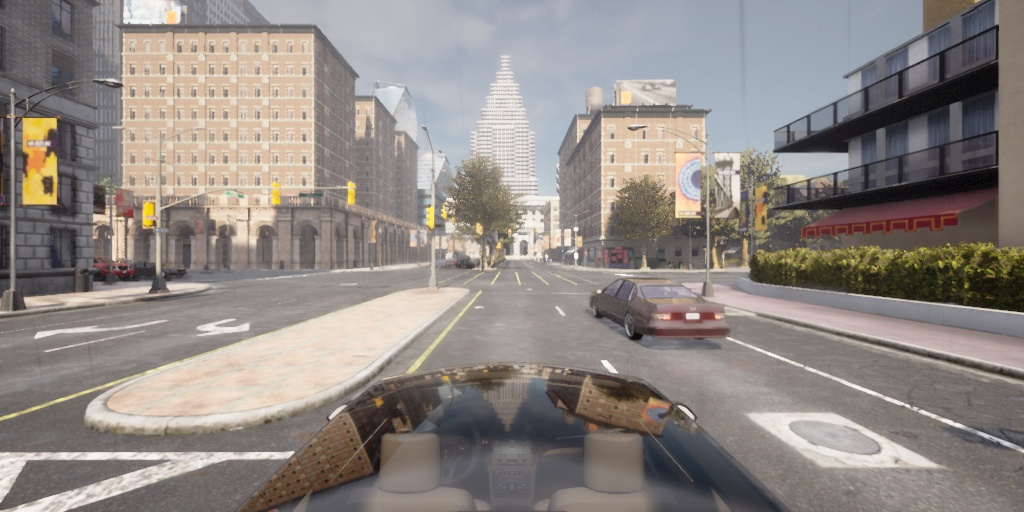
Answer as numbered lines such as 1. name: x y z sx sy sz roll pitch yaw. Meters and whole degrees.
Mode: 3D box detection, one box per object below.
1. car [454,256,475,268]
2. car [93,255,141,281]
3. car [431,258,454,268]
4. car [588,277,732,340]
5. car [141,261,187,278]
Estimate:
1. car: -8.065 0.961 60.753 2.150 2.045 5.566 0 0 0
2. car: -34.649 0.967 29.492 5.566 2.045 2.150 0 0 0
3. car: -11.560 1.288 60.128 2.033 1.411 5.357 0 0 0
4. car: 3.634 1.296 9.943 2.033 1.411 5.357 0 0 -3
5. car: -32.850 1.250 33.020 4.892 1.490 1.837 0 0 0
